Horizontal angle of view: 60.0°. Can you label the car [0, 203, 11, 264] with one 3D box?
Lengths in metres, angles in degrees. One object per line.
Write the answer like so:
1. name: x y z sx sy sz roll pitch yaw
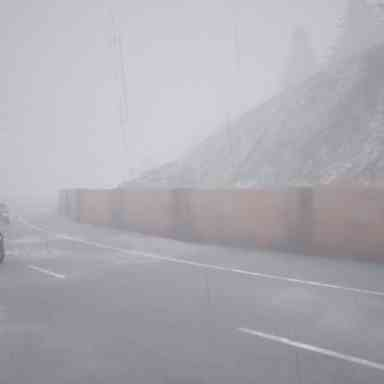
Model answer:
1. car: -7.681 1.308 10.600 2.097 1.767 4.553 0 0 -45
